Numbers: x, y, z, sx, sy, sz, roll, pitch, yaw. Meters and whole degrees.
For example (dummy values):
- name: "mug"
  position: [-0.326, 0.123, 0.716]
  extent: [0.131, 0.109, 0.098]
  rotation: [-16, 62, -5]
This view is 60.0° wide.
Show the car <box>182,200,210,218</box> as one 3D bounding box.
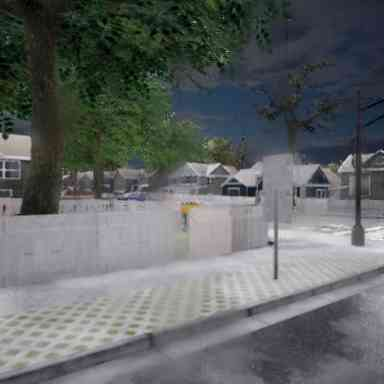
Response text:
- name: "car"
  position: [0.693, 1.412, 27.454]
  extent: [1.882, 1.535, 5.008]
  rotation: [1, 0, -39]

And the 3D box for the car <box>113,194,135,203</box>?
- name: "car"
  position: [-12.127, 1.165, 59.382]
  extent: [1.837, 1.490, 4.892]
  rotation: [1, 0, -39]

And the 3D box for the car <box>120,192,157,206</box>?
- name: "car"
  position: [-7.952, 1.004, 48.997]
  extent: [2.150, 2.045, 5.566]
  rotation: [1, 0, -38]

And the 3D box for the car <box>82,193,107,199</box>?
- name: "car"
  position: [-13.956, 1.215, 45.951]
  extent: [1.837, 1.490, 4.892]
  rotation: [1, 0, -38]

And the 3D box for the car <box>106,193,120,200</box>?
- name: "car"
  position: [-14.649, 0.986, 57.334]
  extent: [2.097, 1.767, 4.553]
  rotation: [1, 0, -39]

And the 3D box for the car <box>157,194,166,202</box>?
- name: "car"
  position: [-6.011, 1.148, 51.778]
  extent: [2.097, 1.767, 4.553]
  rotation: [1, 0, -40]
